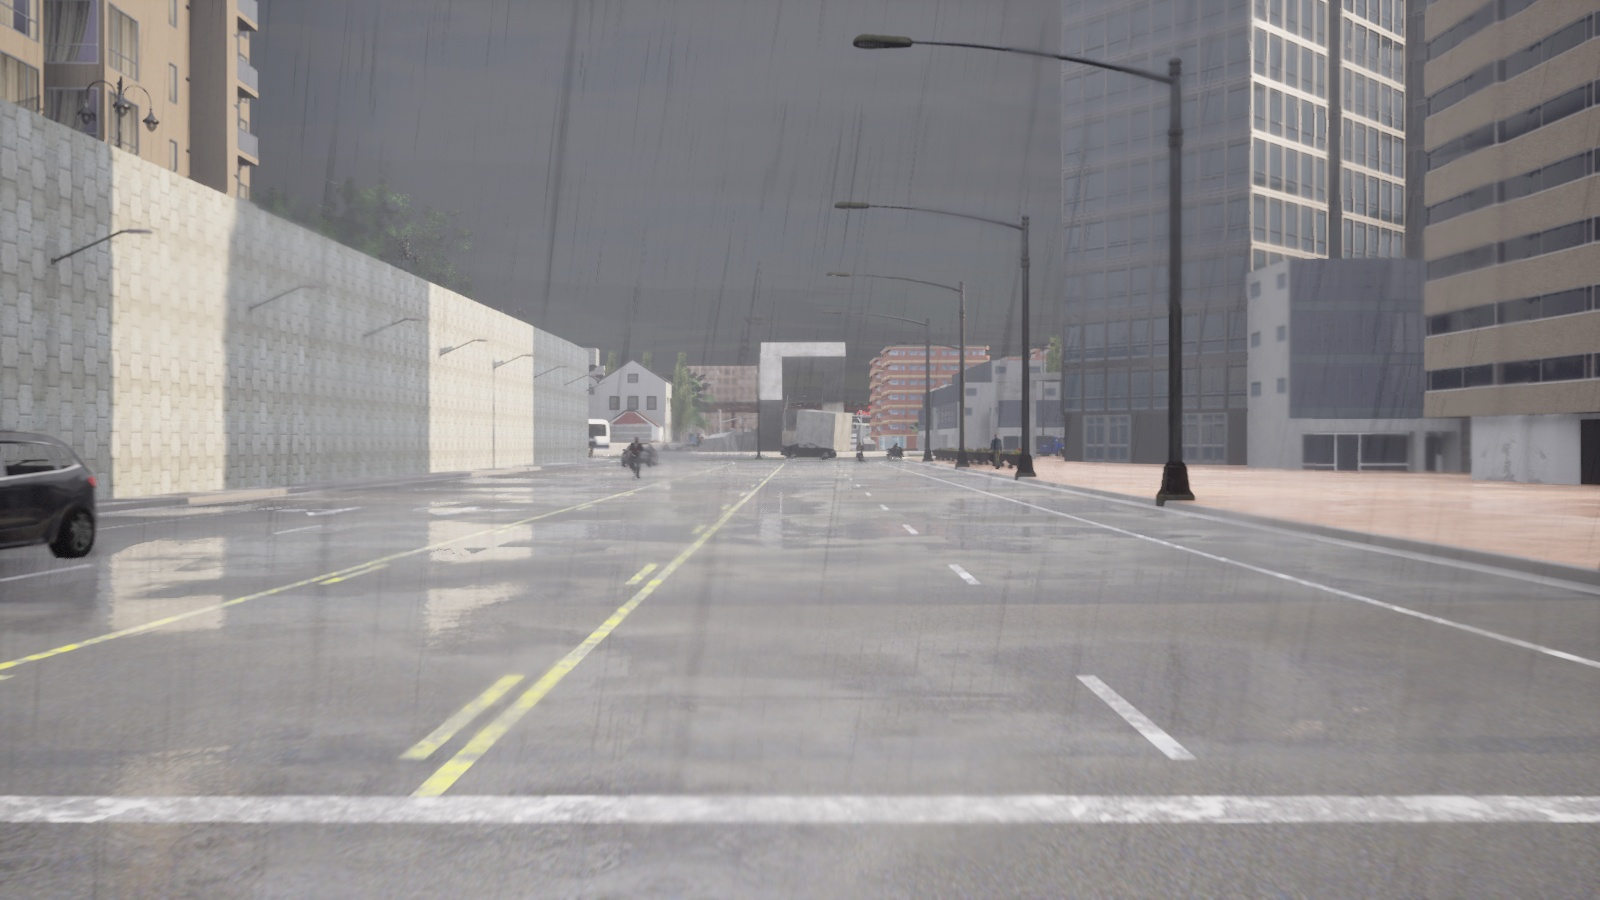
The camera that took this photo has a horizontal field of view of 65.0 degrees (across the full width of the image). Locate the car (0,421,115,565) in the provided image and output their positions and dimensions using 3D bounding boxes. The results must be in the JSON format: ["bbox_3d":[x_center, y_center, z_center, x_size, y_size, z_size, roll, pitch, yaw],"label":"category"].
[{"bbox_3d":[-10.401,0.500,14.685,2.242,1.667,4.611,0,0,0],"label":"car"}]

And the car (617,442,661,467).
[{"bbox_3d":[-10.036,0.252,78.612,2.128,1.511,4.902,0,0,0],"label":"car"}]

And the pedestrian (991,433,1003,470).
[{"bbox_3d":[9.758,0.059,62.219,0.402,1.842,0.726,0,0,-4],"label":"pedestrian"}]
